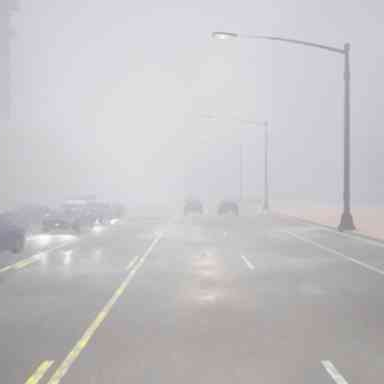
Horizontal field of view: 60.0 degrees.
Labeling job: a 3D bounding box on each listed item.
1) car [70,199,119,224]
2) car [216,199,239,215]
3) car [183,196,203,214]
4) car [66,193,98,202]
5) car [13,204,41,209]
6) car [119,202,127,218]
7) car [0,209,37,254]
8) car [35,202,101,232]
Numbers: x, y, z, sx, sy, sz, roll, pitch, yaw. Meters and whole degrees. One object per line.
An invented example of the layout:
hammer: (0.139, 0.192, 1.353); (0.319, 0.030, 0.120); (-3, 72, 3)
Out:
car: (-6.996, 1.490, 24.472); (1.837, 1.490, 4.892); (0, 0, 0)
car: (3.521, 1.436, 33.055); (1.837, 1.490, 4.892); (0, 1, 0)
car: (0.104, 1.421, 33.478); (2.128, 1.511, 4.902); (0, 0, 0)
car: (-10.540, 1.153, 31.995); (2.150, 2.045, 5.566); (0, 0, 0)
car: (-10.587, 1.501, 21.653); (2.033, 1.411, 5.357); (0, 0, 0)
car: (-7.060, 1.501, 29.429); (1.994, 1.385, 4.181); (0, 0, 0)
car: (-7.086, 1.503, 10.701); (1.812, 1.442, 4.674); (0, 0, 0)
car: (-7.085, 1.522, 19.453); (1.994, 1.385, 4.181); (0, 0, 0)
